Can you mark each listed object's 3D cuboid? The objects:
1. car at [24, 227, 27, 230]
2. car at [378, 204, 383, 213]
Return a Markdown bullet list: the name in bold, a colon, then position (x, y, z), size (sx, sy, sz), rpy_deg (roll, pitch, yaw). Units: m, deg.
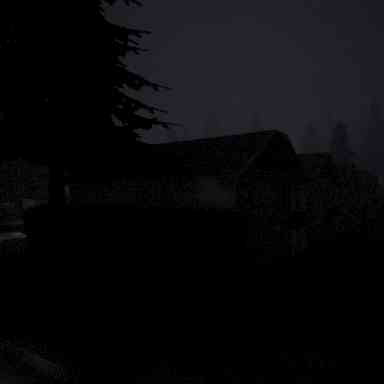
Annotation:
- **car**: position (-9.423, 1.867, 23.745), size (2.097, 1.767, 4.553), rpy_deg (-1, -1, 36)
- **car**: position (22.610, 2.038, 41.483), size (4.902, 1.511, 2.128), rpy_deg (-1, -1, 29)
